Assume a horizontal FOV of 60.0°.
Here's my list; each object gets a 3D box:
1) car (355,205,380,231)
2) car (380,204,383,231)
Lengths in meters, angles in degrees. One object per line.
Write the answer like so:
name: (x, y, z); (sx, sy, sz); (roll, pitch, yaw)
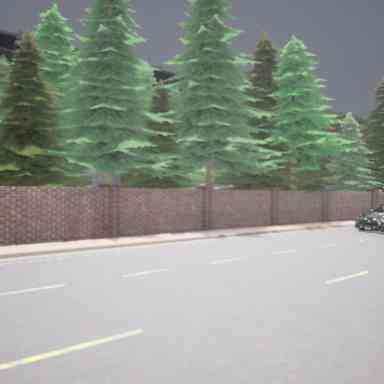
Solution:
car: (12.137, 1.517, 20.298); (4.553, 1.767, 2.097); (0, 0, -28)
car: (11.502, 1.494, 15.963); (4.553, 1.767, 2.097); (1, 0, -30)
